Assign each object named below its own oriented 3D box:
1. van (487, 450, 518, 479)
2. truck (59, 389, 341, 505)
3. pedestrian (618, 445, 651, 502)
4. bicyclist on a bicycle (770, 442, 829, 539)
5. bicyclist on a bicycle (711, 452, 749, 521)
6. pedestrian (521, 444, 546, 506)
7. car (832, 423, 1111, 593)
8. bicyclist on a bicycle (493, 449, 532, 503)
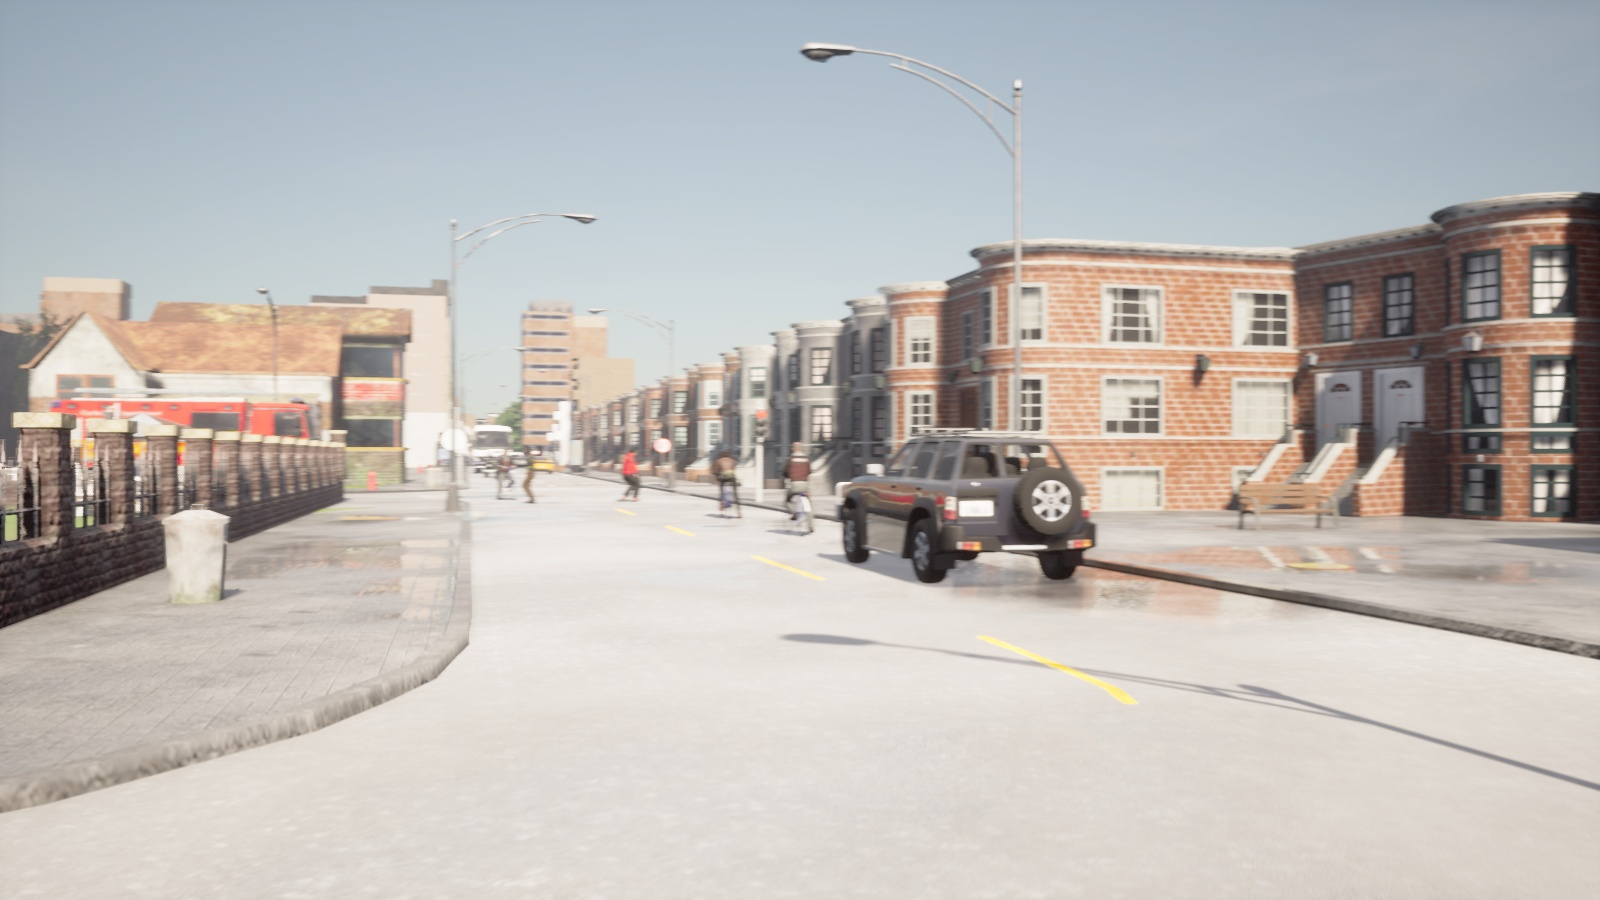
[{"bbox_3d":[-21.352,1.025,89.931,2.069,2.038,4.480,0,0,-15],"label":"van"},{"bbox_3d":[-20.625,-0.105,43.737,8.468,3.827,2.891,0,0,-15],"label":"truck"},{"bbox_3d":[-5.415,0.775,41.055,0.899,1.844,0.634,0,0,-25],"label":"pedestrian"},{"bbox_3d":[-0.031,0.740,23.821,0.659,1.776,1.843,0,0,-15],"label":"bicyclist on a bicycle"},{"bbox_3d":[-1.695,0.862,30.197,0.582,1.620,1.656,0,-1,-14],"label":"bicyclist on a bicycle"},{"bbox_3d":[-8.352,0.783,39.350,0.692,1.930,0.395,0,0,-2],"label":"pedestrian"},{"bbox_3d":[1.984,0.638,16.161,1.932,1.855,4.605,0,0,-15],"label":"car"},{"bbox_3d":[-9.787,0.879,42.708,0.659,1.776,1.843,0,-1,-34],"label":"bicyclist on a bicycle"}]
